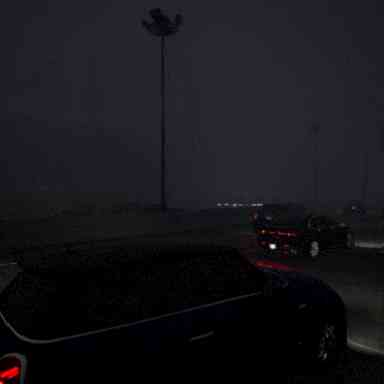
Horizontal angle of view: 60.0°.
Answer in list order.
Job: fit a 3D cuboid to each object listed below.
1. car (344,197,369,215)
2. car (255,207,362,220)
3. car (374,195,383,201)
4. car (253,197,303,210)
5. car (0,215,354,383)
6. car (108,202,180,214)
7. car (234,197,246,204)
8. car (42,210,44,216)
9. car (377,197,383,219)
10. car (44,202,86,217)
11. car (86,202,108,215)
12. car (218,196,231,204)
[{"bbox_3d":[16.923,1.548,34.562,1.994,1.385,4.181,0,0,29],"label":"car"},{"bbox_3d":[4.387,1.506,12.487,4.892,1.490,1.837,0,0,-43],"label":"car"},{"bbox_3d":[41.515,1.434,73.258,1.994,1.385,4.181,0,0,17],"label":"car"},{"bbox_3d":[5.318,1.357,18.420,2.097,1.767,4.553,0,0,43],"label":"car"},{"bbox_3d":[-0.072,1.359,4.096,4.553,1.767,2.097,0,0,-37],"label":"car"},{"bbox_3d":[-3.188,1.590,24.766,2.033,1.411,5.357,0,0,44],"label":"car"},{"bbox_3d":[9.190,1.610,63.418,1.994,1.385,4.181,0,0,17],"label":"car"},{"bbox_3d":[-11.711,1.645,31.132,1.994,1.385,4.181,0,0,44],"label":"car"},{"bbox_3d":[17.116,1.467,28.007,2.128,1.511,4.902,0,0,33],"label":"car"},{"bbox_3d":[-9.621,1.596,28.257,1.812,1.442,4.674,0,0,44],"label":"car"},{"bbox_3d":[-5.680,1.547,27.326,2.128,1.511,4.902,0,0,44],"label":"car"},{"bbox_3d":[6.544,1.586,66.744,1.812,1.442,4.674,0,0,17],"label":"car"}]
